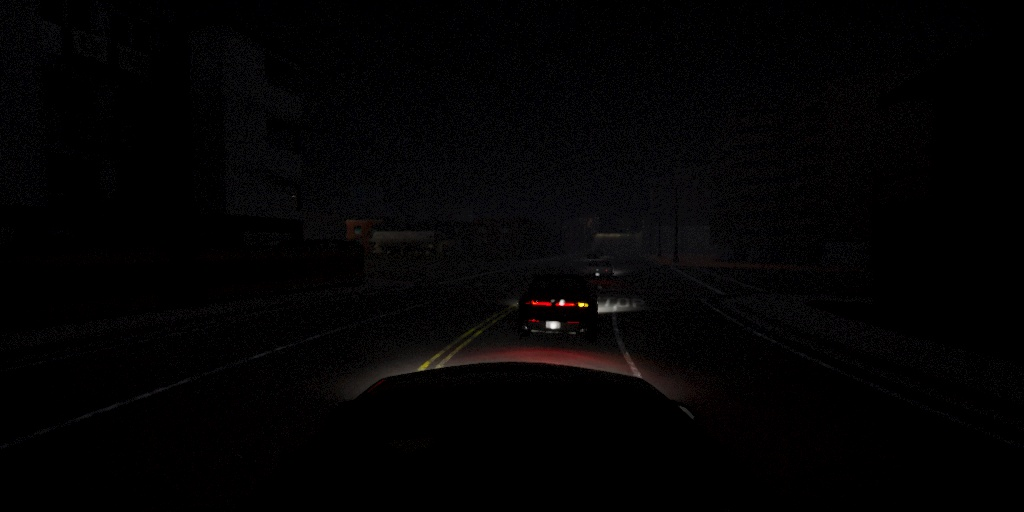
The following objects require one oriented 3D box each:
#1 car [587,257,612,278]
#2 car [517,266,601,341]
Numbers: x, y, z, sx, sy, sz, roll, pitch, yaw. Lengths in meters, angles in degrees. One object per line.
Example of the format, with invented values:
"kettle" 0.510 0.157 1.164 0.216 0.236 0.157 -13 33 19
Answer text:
"car" 7.073 1.016 28.923 1.895 1.301 4.718 1 2 18
"car" 1.387 1.191 9.888 1.837 1.490 4.892 0 0 13
